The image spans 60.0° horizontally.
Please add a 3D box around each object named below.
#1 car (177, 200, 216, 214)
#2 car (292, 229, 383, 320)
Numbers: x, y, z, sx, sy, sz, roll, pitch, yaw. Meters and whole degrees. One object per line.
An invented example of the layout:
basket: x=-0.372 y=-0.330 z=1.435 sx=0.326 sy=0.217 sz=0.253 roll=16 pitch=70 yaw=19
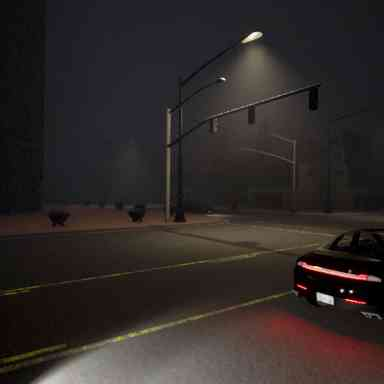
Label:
car: x=0.290 y=1.624 z=36.068 sx=2.033 sy=1.411 sz=5.357 roll=1 pitch=-1 yaw=-35
car: x=4.117 y=1.503 z=6.739 sx=4.902 sy=1.511 sz=2.128 roll=0 pitch=0 yaw=-35
